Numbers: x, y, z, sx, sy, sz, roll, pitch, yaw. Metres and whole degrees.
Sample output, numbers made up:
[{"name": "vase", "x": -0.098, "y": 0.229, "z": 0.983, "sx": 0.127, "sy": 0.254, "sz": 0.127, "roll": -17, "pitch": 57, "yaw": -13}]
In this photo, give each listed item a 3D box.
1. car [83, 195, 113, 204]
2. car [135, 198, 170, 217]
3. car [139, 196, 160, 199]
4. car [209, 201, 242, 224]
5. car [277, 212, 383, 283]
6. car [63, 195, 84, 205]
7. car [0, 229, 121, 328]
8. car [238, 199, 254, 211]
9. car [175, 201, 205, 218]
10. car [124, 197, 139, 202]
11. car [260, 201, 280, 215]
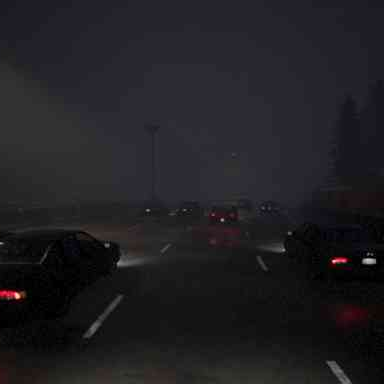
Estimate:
[{"name": "car", "x": -15.070, "y": 1.522, "z": 55.023, "sx": 2.033, "sy": 1.411, "sz": 5.357, "roll": 0, "pitch": 0, "yaw": 19}, {"name": "car", "x": -3.417, "y": 1.560, "z": 30.970, "sx": 1.994, "sy": 1.385, "sz": 4.181, "roll": 0, "pitch": 0, "yaw": 12}, {"name": "car", "x": -6.753, "y": 1.495, "z": 57.407, "sx": 1.837, "sy": 1.490, "sz": 4.892, "roll": 0, "pitch": 0, "yaw": 21}, {"name": "car", "x": 2.485, "y": 1.607, "z": 24.944, "sx": 1.895, "sy": 1.301, "sz": 4.718, "roll": 0, "pitch": 0, "yaw": 10}, {"name": "car", "x": 4.041, "y": 1.556, "z": 9.724, "sx": 2.033, "sy": 1.411, "sz": 5.357, "roll": 0, "pitch": 0, "yaw": 4}, {"name": "car", "x": -18.916, "y": 1.320, "z": 54.521, "sx": 2.097, "sy": 1.767, "sz": 4.553, "roll": 0, "pitch": 0, "yaw": 19}, {"name": "car", "x": -3.119, "y": 1.542, "z": 7.335, "sx": 2.033, "sy": 1.411, "sz": 5.357, "roll": 0, "pitch": 0, "yaw": 3}, {"name": "car", "x": 6.654, "y": 1.563, "z": 42.140, "sx": 2.033, "sy": 1.411, "sz": 5.357, "roll": 0, "pitch": 0, "yaw": 17}, {"name": "car", "x": -0.076, "y": 1.549, "z": 30.157, "sx": 2.033, "sy": 1.411, "sz": 5.357, "roll": 0, "pitch": 0, "yaw": 12}, {"name": "car", "x": -10.193, "y": 1.548, "z": 58.212, "sx": 1.994, "sy": 1.385, "sz": 4.181, "roll": 0, "pitch": 0, "yaw": 21}, {"name": "car", "x": 7.915, "y": 1.565, "z": 33.687, "sx": 2.033, "sy": 1.411, "sz": 5.357, "roll": 0, "pitch": 0, "yaw": 14}]
